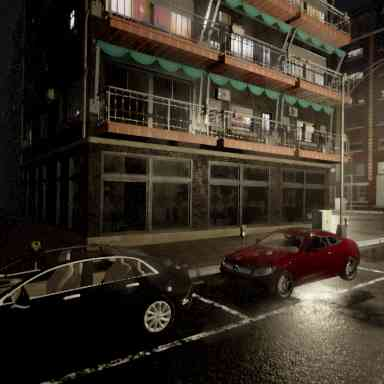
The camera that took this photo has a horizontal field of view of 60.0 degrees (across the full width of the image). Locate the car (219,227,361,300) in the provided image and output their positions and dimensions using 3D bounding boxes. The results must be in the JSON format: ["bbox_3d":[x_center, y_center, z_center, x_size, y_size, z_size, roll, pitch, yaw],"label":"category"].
[{"bbox_3d":[2.615,1.585,8.375,4.206,1.307,1.802,0,1,-36],"label":"car"}]

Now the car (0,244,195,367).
[{"bbox_3d":[-2.011,1.551,5.068,4.403,1.369,2.008,0,1,-36],"label":"car"}]
